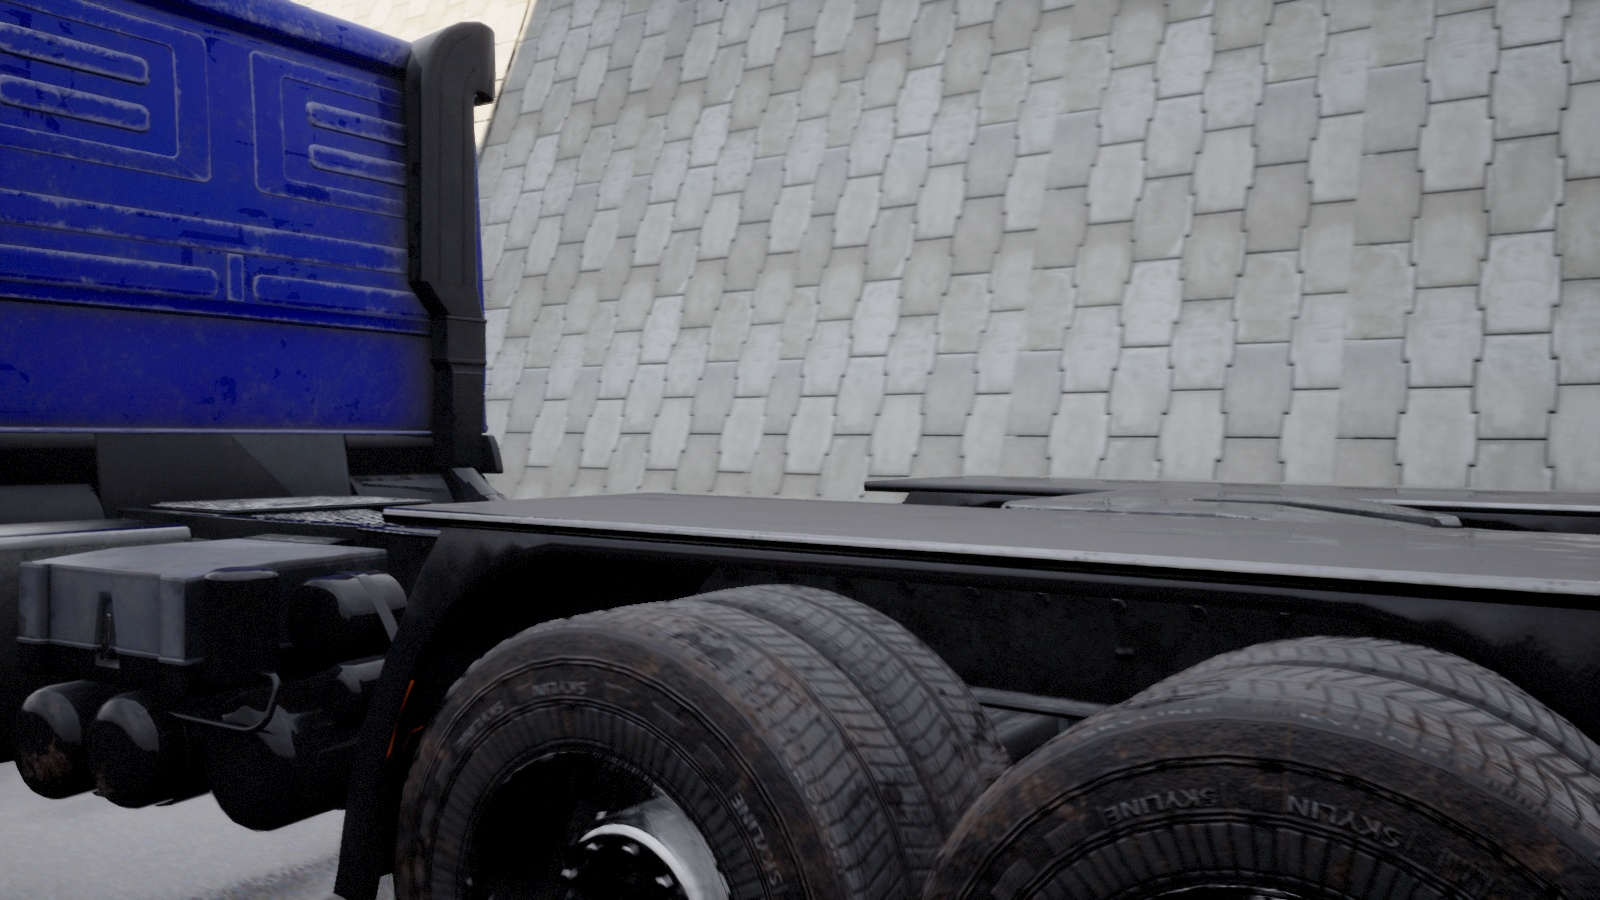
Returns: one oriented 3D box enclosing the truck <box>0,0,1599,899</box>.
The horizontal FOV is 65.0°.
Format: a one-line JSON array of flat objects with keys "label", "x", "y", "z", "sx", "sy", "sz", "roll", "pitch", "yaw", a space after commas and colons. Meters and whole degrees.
[{"label": "truck", "x": -0.877, "y": -0.300, "z": 4.187, "sx": 7.936, "sy": 3.462, "sz": 2.891, "roll": 0, "pitch": 1, "yaw": 34}]
